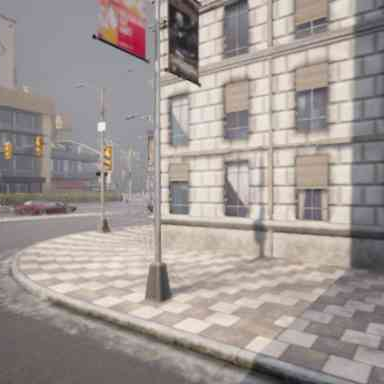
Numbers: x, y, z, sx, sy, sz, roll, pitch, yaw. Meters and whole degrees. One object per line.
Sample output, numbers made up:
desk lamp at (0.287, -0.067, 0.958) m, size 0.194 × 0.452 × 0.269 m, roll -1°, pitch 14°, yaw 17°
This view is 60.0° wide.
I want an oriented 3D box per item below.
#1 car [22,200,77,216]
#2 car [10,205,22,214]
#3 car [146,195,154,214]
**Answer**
car at (-14.399, 1.706, 34.230) m, size 1.895 × 1.301 × 4.718 m, roll 0°, pitch 0°, yaw 36°
car at (-17.247, 1.642, 36.264) m, size 1.812 × 1.442 × 4.674 m, roll 0°, pitch 0°, yaw 36°
car at (-2.591, 1.300, 36.595) m, size 2.150 × 2.045 × 5.566 m, roll 0°, pitch 0°, yaw 36°
